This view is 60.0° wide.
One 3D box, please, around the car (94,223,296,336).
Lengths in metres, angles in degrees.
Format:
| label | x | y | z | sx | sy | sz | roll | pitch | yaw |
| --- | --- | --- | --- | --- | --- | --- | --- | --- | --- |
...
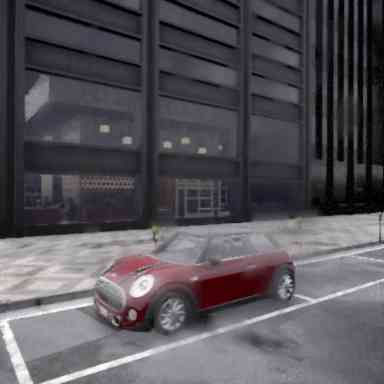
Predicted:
| label | x | y | z | sx | sy | sz | roll | pitch | yaw |
| --- | --- | --- | --- | --- | --- | --- | --- | --- | --- |
| car | 0.177 | 1.461 | 6.660 | 4.097 | 1.590 | 1.967 | 0 | 0 | -36 |
